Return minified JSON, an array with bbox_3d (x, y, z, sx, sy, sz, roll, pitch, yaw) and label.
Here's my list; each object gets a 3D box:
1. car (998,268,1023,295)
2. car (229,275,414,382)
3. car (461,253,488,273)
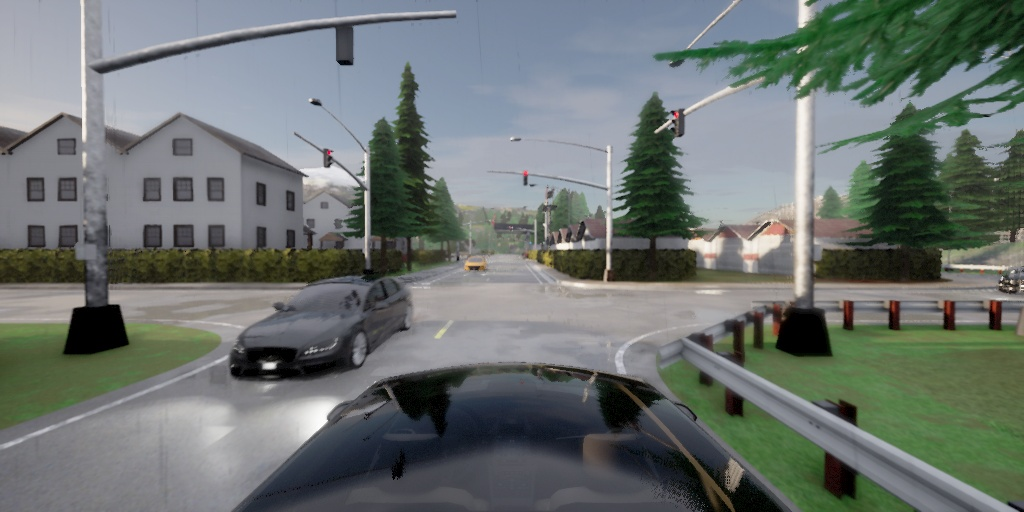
[{"bbox_3d":[24.278,1.018,15.889,4.892,1.490,1.837,0,2,-13],"label":"car"},{"bbox_3d":[-3.478,1.224,7.572,1.837,1.490,4.892,0,2,0],"label":"car"},{"bbox_3d":[-3.378,0.765,34.483,1.882,1.535,5.008,0,2,0],"label":"car"}]
